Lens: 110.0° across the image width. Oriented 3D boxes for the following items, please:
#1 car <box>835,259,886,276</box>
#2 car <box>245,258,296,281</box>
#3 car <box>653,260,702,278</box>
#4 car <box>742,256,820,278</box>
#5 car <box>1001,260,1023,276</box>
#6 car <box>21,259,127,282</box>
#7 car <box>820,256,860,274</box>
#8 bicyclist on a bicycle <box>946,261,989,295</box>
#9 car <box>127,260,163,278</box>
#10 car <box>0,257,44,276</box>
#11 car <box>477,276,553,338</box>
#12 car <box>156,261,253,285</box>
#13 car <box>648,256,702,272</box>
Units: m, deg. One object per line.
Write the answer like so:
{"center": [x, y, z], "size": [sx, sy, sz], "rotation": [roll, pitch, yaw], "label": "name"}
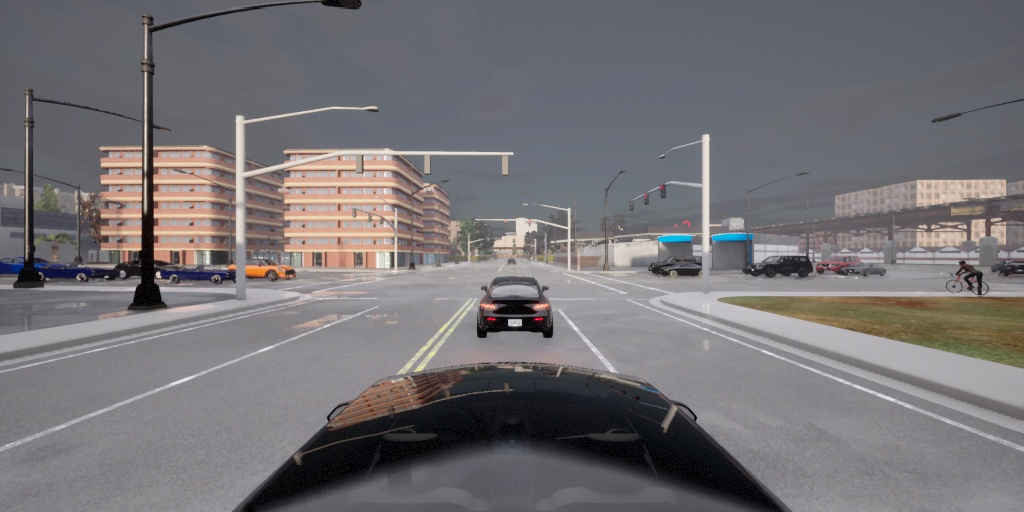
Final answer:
{"center": [35.253, 1.314, 36.009], "size": [4.181, 1.385, 1.994], "rotation": [0, 0, -18], "label": "car"}
{"center": [-19.458, 0.986, 28.007], "size": [4.553, 1.767, 2.097], "rotation": [1, 0, 1], "label": "car"}
{"center": [16.106, 1.314, 33.943], "size": [4.181, 1.385, 1.994], "rotation": [0, 0, 0], "label": "car"}
{"center": [25.459, 0.971, 34.071], "size": [5.566, 2.045, 2.150], "rotation": [0, 0, -5], "label": "car"}
{"center": [50.512, 1.228, 35.542], "size": [5.008, 1.535, 1.882], "rotation": [0, 0, -33], "label": "car"}
{"center": [-30.072, 1.088, 24.705], "size": [4.718, 1.301, 1.895], "rotation": [1, 0, 1], "label": "car"}
{"center": [36.633, 0.971, 40.103], "size": [5.566, 2.045, 2.150], "rotation": [0, 0, -22], "label": "car"}
{"center": [21.913, 1.050, 17.291], "size": [0.582, 1.620, 1.656], "rotation": [0, 0, 0], "label": "bicyclist on a bicycle"}
{"center": [-28.234, 1.021, 28.172], "size": [4.892, 1.490, 1.837], "rotation": [1, 0, 1], "label": "car"}
{"center": [-38.167, 0.821, 28.364], "size": [5.008, 1.535, 1.882], "rotation": [1, 0, 1], "label": "car"}
{"center": [0.075, 1.276, 10.056], "size": [1.812, 1.442, 4.674], "rotation": [0, 0, 0], "label": "car"}
{"center": [-20.958, 1.220, 24.538], "size": [4.718, 1.301, 1.895], "rotation": [1, 0, 2], "label": "car"}
{"center": [17.195, 0.971, 37.376], "size": [5.566, 2.045, 2.150], "rotation": [0, 0, 1], "label": "car"}
